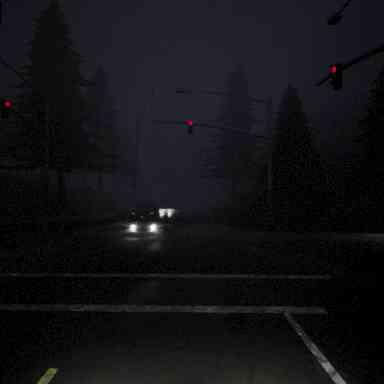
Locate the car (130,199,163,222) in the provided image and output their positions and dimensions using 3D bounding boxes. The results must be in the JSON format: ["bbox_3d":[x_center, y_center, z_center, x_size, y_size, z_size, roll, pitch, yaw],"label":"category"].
[{"bbox_3d":[-3.611,1.526,26.265,1.812,1.442,4.674,0,0,0],"label":"car"}]

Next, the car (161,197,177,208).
[{"bbox_3d":[-3.669,1.491,47.217,2.128,1.511,4.902,0,0,-1],"label":"car"}]

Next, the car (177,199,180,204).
[{"bbox_3d":[-4.071,1.564,61.705,1.994,1.385,4.181,0,0,-39],"label":"car"}]
